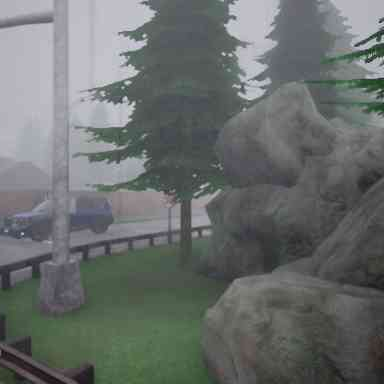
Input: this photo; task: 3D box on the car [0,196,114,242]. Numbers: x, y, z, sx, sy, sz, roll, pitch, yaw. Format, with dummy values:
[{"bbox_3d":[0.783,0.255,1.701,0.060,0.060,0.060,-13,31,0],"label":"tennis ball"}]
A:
[{"bbox_3d":[-6.526,1.278,16.830,2.150,2.045,5.566,0,1,36],"label":"car"}]
